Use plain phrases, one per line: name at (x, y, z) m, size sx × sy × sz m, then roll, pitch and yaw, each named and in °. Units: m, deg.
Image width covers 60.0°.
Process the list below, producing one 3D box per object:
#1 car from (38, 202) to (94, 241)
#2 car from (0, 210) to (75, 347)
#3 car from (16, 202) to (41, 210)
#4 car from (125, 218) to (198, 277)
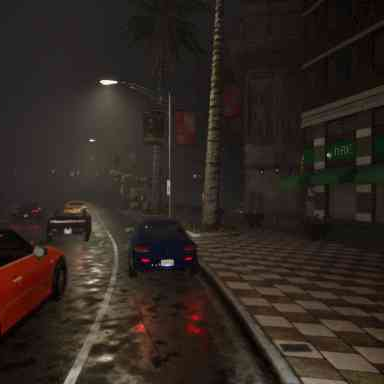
car at (-5.985, 1.484, 16.508) m, size 2.128 × 1.511 × 4.902 m, roll 0°, pitch 0°, yaw -16°
car at (-3.596, 1.349, 5.334) m, size 2.097 × 1.767 × 4.553 m, roll 0°, pitch 0°, yaw -5°
car at (-12.580, 1.514, 25.912) m, size 1.812 × 1.442 × 4.674 m, roll 0°, pitch 0°, yaw -18°
car at (-1.034, 1.525, 10.202) m, size 1.812 × 1.442 × 4.674 m, roll 0°, pitch 0°, yaw -11°
